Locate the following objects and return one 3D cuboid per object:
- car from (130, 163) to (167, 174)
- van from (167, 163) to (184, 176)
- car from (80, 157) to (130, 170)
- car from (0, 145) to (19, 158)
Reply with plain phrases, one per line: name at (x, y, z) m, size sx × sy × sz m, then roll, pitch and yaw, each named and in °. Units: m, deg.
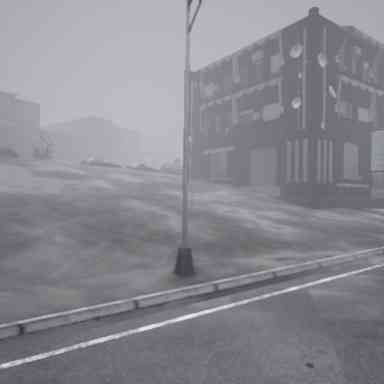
car at (-5.490, -2.524, 37.917) m, size 2.002 × 1.452 × 4.674 m, roll 0°, pitch -2°, yaw 40°
van at (-1.905, -2.565, 42.319) m, size 1.878 × 1.987 × 4.442 m, roll 0°, pitch -2°, yaw 39°
car at (-9.050, -2.722, 33.673) m, size 2.002 × 1.452 × 4.674 m, roll 0°, pitch -2°, yaw 41°
car at (-16.380, -3.342, 25.427) m, size 2.435 × 2.045 × 5.566 m, roll 0°, pitch -1°, yaw 44°
